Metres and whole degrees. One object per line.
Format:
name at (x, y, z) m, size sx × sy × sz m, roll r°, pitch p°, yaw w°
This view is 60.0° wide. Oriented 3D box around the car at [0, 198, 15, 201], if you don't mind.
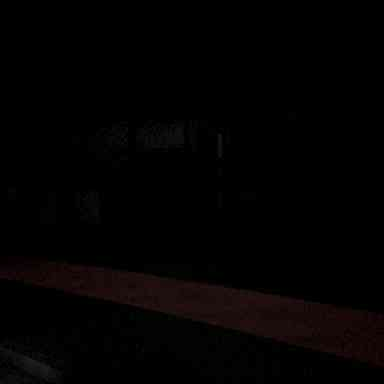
car at (-18.196, 1.345, 31.341) m, size 1.837 × 1.490 × 4.892 m, roll 0°, pitch 0°, yaw 23°
